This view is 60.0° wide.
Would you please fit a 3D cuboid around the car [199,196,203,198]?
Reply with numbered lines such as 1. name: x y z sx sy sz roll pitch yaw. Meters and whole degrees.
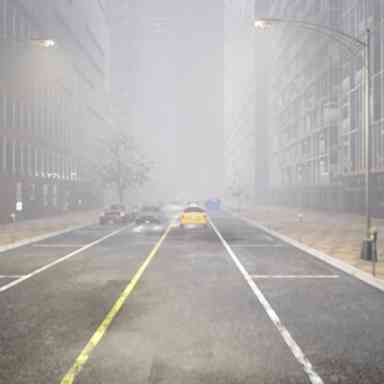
1. car: 2.713 2.045 82.358 1.802 1.307 4.206 0 0 0

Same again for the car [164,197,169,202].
1. car: -5.675 1.940 59.593 1.802 1.307 4.206 0 0 0

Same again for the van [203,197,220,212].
1. van: 2.701 1.611 42.511 1.690 1.788 3.998 0 0 0

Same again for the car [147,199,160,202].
1. car: -5.680 1.820 42.516 2.008 1.369 4.403 0 0 0

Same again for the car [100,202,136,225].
1. car: -5.685 1.606 25.440 1.967 1.590 4.097 0 0 0

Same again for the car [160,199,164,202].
1. car: -5.678 1.852 48.208 2.008 1.369 4.403 0 0 0

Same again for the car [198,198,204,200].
1. car: 0.111 1.811 41.575 2.033 1.411 5.357 0 0 0

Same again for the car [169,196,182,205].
1. car: -2.986 1.935 66.974 2.033 1.411 5.357 0 0 0

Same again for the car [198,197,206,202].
1. car: 2.716 2.065 93.742 2.008 1.369 4.403 0 0 0

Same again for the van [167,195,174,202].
1. van: -5.667 1.830 88.056 1.690 1.788 3.998 0 0 0

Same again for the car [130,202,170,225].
1. car: -3.093 1.714 25.679 2.033 1.411 5.357 0 0 0

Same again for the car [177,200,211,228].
1. car: 0.109 1.609 23.472 1.801 1.575 5.366 0 0 0
